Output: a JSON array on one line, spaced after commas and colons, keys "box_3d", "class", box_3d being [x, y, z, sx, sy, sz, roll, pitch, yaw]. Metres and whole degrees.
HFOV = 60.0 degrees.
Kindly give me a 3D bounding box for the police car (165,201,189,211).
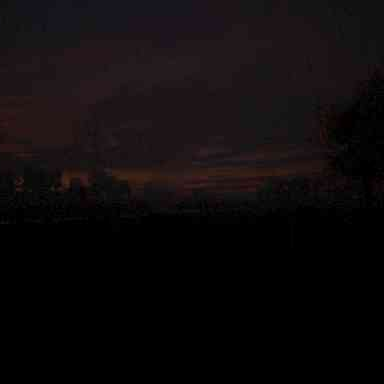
[{"box_3d": [-2.479, 2.211, 52.990, 1.930, 1.638, 5.238, -2, -2, 36], "class": "police car"}]
